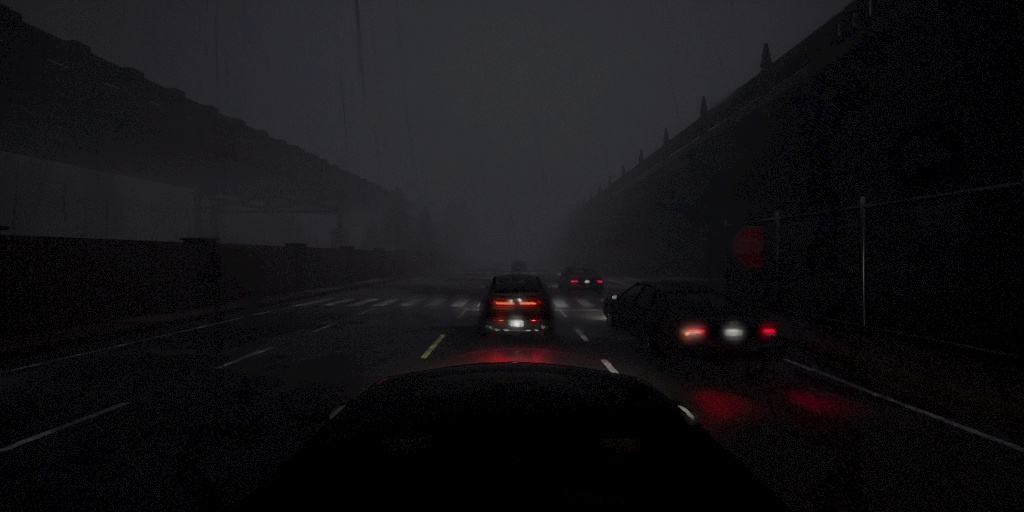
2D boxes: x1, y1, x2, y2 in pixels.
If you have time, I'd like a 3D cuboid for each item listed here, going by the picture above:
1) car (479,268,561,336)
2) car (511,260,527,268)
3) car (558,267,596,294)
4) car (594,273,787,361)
[{"bbox_3d":[0.122,1.255,10.374,1.837,1.490,4.892,0,0,0],"label":"car"},{"bbox_3d":[0.849,1.228,45.099,1.882,1.535,5.008,0,0,1],"label":"car"},{"bbox_3d":[3.720,1.297,20.042,2.033,1.411,5.357,0,0,1],"label":"car"},{"bbox_3d":[3.620,1.297,8.352,2.033,1.411,5.357,0,0,0],"label":"car"}]
